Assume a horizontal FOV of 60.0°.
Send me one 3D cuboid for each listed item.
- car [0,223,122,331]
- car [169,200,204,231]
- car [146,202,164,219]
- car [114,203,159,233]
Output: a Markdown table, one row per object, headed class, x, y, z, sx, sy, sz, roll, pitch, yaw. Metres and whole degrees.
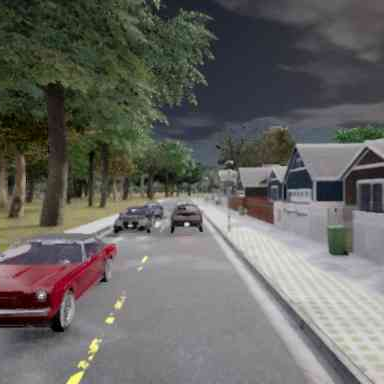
| class | x | y | z | sx | sy | sz | roll | pitch | yaw |
| --- | --- | --- | --- | --- | --- | --- | --- | --- | --- |
| car | -2.956 | 1.599 | 6.967 | 1.895 | 1.301 | 4.718 | 0 | 0 | -1 |
| car | -0.338 | 1.492 | 20.357 | 1.837 | 1.490 | 4.892 | 0 | 0 | -1 |
| car | -3.392 | 1.558 | 28.265 | 1.994 | 1.385 | 4.181 | 0 | 0 | -1 |
| car | -3.214 | 1.555 | 19.214 | 1.994 | 1.385 | 4.181 | 0 | 0 | -1 |
